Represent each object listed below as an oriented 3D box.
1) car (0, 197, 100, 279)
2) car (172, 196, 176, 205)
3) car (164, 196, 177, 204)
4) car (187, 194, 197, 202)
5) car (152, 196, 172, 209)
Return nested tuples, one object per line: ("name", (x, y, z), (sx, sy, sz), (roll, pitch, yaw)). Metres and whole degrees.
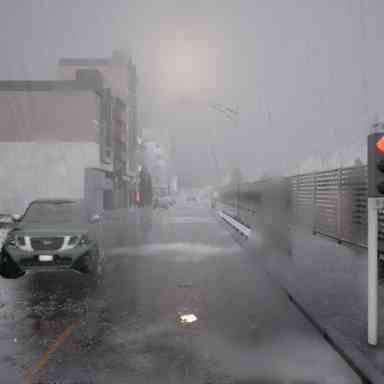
("car", (-4.186, 1.221, 10.613), (2.150, 2.045, 5.566), (2, 0, -15))
("car", (-4.116, 1.477, 54.559), (1.882, 1.535, 5.008), (0, 0, 0))
("car", (-4.080, 1.491, 64.807), (2.128, 1.511, 4.902), (0, 0, 0))
("car", (-0.042, 1.355, 76.595), (2.097, 1.767, 4.553), (0, 0, 0))
("car", (-4.118, 1.504, 44.325), (1.837, 1.490, 4.892), (0, 0, 0))
